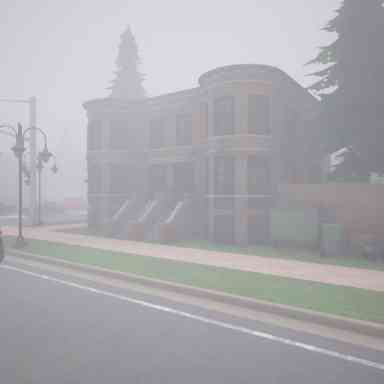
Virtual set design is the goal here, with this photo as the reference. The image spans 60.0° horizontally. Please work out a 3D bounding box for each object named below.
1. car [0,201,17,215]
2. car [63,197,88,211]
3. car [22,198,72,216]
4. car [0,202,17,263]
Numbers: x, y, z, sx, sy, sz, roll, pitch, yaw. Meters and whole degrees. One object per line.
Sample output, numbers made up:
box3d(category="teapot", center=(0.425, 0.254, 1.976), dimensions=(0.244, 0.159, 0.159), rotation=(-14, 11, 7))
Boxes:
box3d(category="car", center=(-19.670, 1.601, 31.951), dimensions=(1.895, 1.301, 4.718), rotation=(0, 0, 35))
box3d(category="car", center=(-14.678, 1.352, 39.326), dimensions=(2.097, 1.767, 4.553), rotation=(0, 0, 33))
box3d(category="car", center=(-14.647, 1.564, 33.089), dimensions=(1.994, 1.385, 4.181), rotation=(0, 0, 34))
box3d(category="car", center=(-7.366, 1.221, 9.223), dimensions=(5.566, 2.045, 2.150), rotation=(0, 0, 36))
